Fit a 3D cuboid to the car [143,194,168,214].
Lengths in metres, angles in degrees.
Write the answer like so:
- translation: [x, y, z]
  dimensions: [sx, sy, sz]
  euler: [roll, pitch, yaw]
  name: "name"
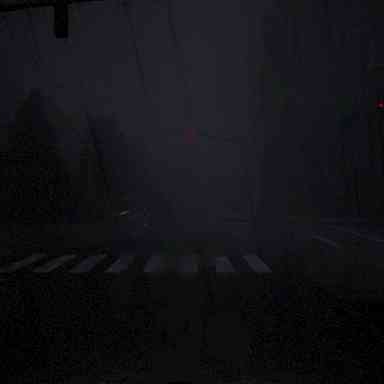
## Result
- translation: [-3.726, 1.249, 34.966]
  dimensions: [2.150, 2.045, 5.566]
  euler: [0, 2, 0]
  name: "car"
